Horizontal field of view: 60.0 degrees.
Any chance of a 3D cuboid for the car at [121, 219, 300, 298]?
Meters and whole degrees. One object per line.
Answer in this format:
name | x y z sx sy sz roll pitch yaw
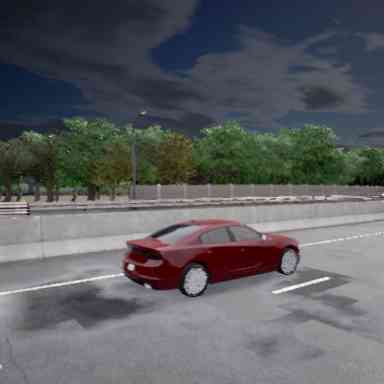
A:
car | 0.704 1.440 8.544 5.008 1.535 1.882 0 0 -35
